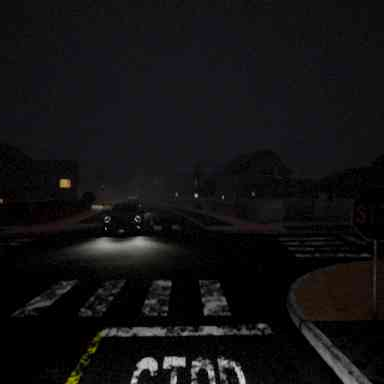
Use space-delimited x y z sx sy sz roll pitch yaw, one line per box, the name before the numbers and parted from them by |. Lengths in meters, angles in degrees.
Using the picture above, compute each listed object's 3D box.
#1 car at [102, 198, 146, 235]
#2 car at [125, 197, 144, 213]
car | -3.785 1.412 19.121 2.097 1.767 4.553 0 0 -6
car | -7.223 1.560 41.317 2.097 1.767 4.553 0 0 -12
